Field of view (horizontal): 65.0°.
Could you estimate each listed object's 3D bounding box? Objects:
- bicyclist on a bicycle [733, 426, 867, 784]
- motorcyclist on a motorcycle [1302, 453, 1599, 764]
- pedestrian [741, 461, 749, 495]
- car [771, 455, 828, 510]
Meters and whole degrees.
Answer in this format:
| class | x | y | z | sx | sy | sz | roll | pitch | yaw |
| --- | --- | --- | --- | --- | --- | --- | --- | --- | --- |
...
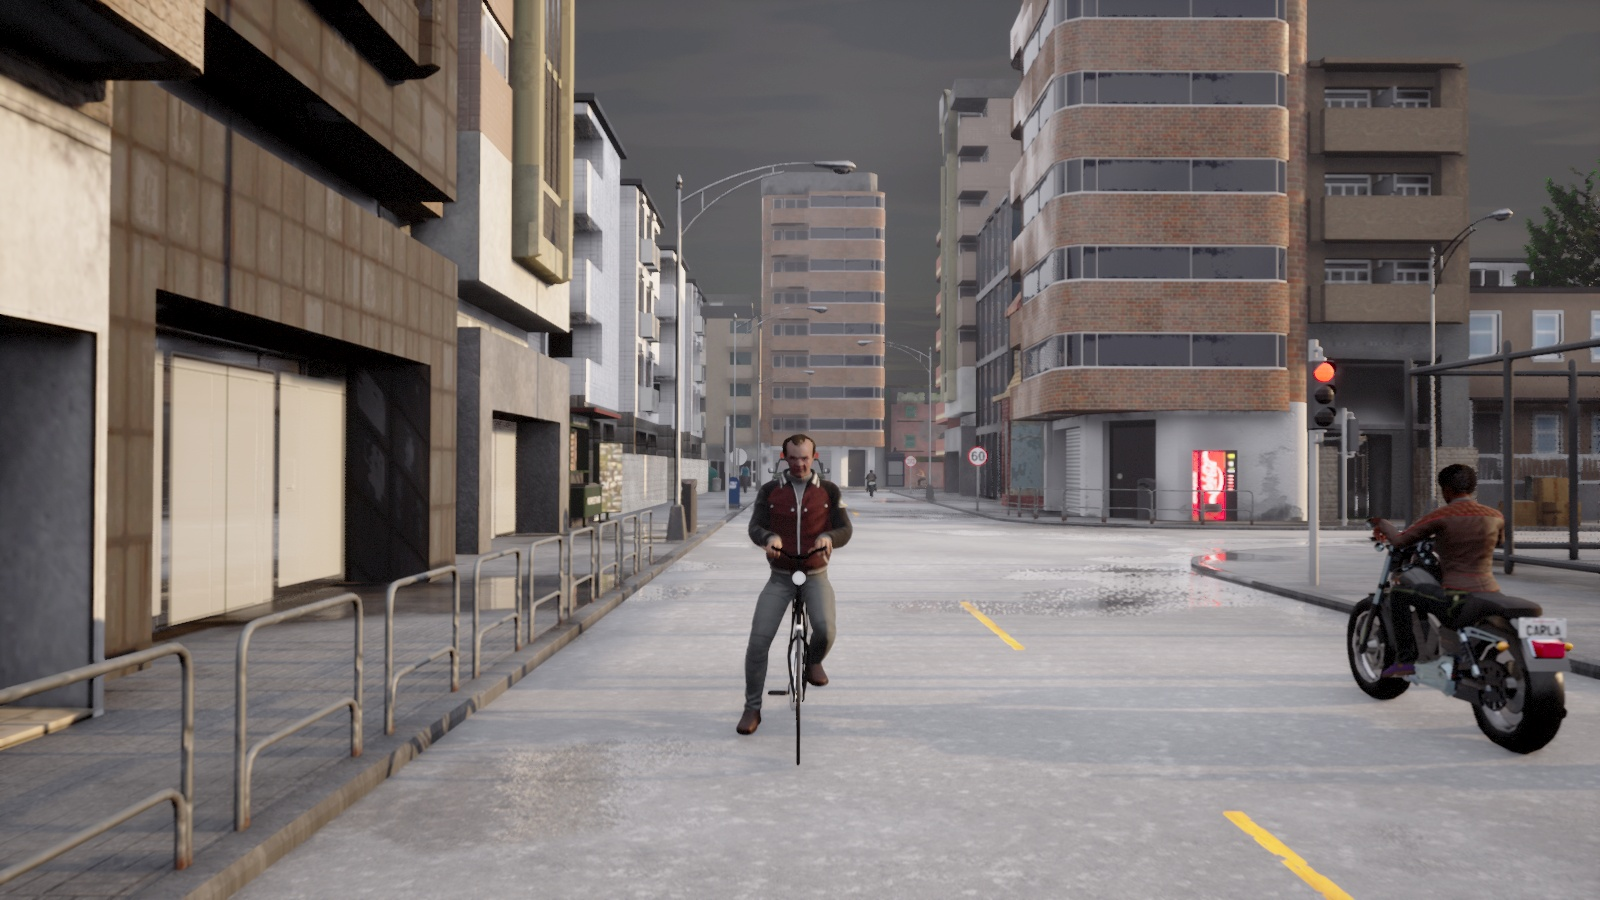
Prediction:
| class | x | y | z | sx | sy | sz | roll | pitch | yaw |
| --- | --- | --- | --- | --- | --- | --- | --- | --- | --- |
| bicyclist on a bicycle | -0.001 | 0.789 | 7.185 | 0.659 | 1.776 | 1.843 | 0 | -1 | 0 |
| motorcyclist on a motorcycle | 3.995 | 0.863 | 7.850 | 0.766 | 1.649 | 2.350 | 0 | -1 | 0 |
| pedestrian | -3.148 | 1.608 | 72.299 | 0.396 | 1.930 | 0.692 | 0 | -1 | 4 |
| car | -0.046 | 1.277 | 50.129 | 2.150 | 2.045 | 5.566 | 0 | -1 | -1 |
